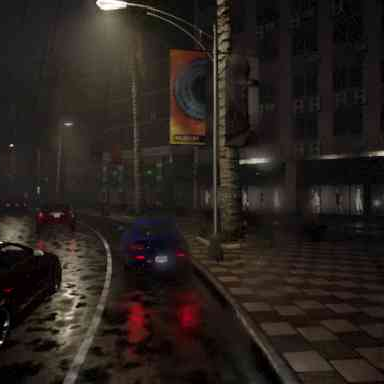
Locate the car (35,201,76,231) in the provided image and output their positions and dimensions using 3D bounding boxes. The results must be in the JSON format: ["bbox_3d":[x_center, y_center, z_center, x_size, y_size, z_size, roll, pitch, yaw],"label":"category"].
[{"bbox_3d":[-8.350,1.351,20.236,2.097,1.767,4.553,0,0,-25],"label":"car"}]

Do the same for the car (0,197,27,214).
[{"bbox_3d":[-19.184,1.351,34.999,4.553,1.767,2.097,0,0,44],"label":"car"}]

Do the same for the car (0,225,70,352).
[{"bbox_3d":[-3.776,1.564,5.942,1.994,1.385,4.181,0,0,-7],"label":"car"}]

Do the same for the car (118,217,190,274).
[{"bbox_3d":[-1.310,1.527,10.585,1.812,1.442,4.674,0,0,-14],"label":"car"}]
